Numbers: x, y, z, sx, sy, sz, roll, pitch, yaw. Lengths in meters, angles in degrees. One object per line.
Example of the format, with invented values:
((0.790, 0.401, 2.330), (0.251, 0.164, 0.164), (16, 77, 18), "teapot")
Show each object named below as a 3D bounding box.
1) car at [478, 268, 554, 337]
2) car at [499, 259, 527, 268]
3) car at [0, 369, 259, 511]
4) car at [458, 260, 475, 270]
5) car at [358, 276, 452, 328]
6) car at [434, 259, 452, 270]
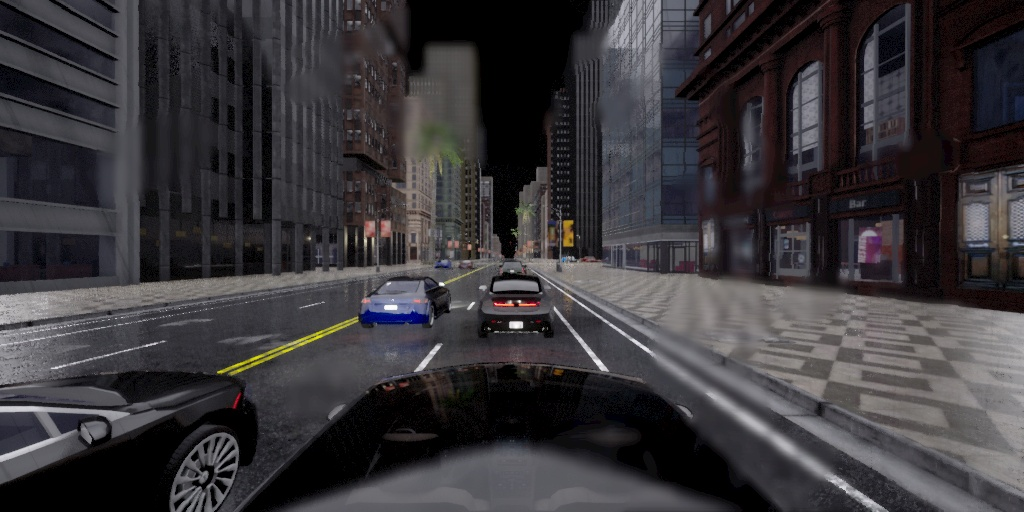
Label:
((0.091, 1.254, 10.223), (1.837, 1.490, 4.892), (0, 0, 0), "car")
((0.058, 1.102, 27.674), (2.097, 1.767, 4.553), (0, 0, 1), "car")
((-3.147, 1.241, 1.179), (2.128, 1.511, 4.902), (0, 0, 0), "car")
((-6.621, 1.279, 52.329), (1.812, 1.442, 4.674), (0, 0, 0), "car")
((-3.160, 1.313, 11.348), (1.994, 1.385, 4.181), (0, 0, 0), "car")
((-9.875, 1.231, 51.793), (1.882, 1.535, 5.008), (0, 0, 0), "car")
